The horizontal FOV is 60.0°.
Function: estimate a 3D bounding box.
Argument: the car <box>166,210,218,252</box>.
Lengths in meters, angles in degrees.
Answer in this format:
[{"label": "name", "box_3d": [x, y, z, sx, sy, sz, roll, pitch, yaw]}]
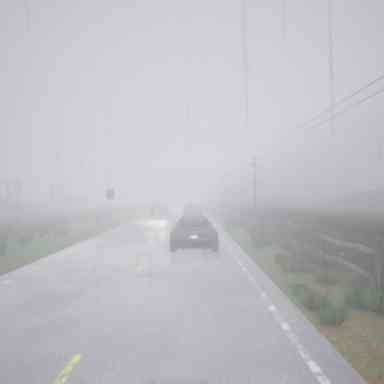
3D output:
[{"label": "car", "box_3d": [0.081, 1.710, 14.699, 1.994, 1.385, 4.181, 0, -1, 0]}]

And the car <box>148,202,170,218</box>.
[{"label": "car", "box_3d": [-3.322, 1.830, 34.124, 2.128, 1.511, 4.902, 0, -1, 0]}]

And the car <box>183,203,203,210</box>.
[{"label": "car", "box_3d": [0.072, 1.826, 33.795, 2.128, 1.511, 4.902, 0, -1, 0]}]
